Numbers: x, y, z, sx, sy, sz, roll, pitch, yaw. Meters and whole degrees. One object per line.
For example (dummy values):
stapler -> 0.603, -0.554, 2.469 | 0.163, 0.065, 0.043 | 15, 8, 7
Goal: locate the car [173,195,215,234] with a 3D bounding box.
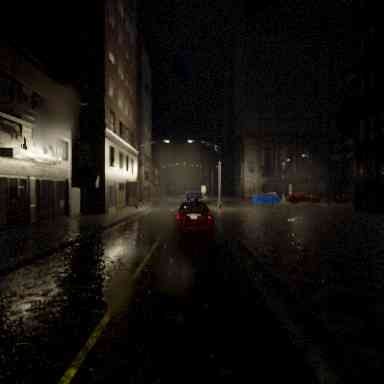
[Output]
car -> 0.092, 1.266, 18.531 | 2.097, 1.767, 4.553 | 0, 0, 0

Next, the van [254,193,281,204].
van -> 11.707, 1.062, 52.042 | 3.998, 1.788, 1.690 | 0, 0, -1

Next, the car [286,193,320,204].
car -> 17.348, 1.034, 52.130 | 5.009, 1.841, 2.192 | 0, 0, -1

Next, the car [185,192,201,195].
car -> 0.087, 1.009, 37.459 | 2.150, 2.045, 5.566 | 0, 0, 0

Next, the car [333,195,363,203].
car -> 28.518, 1.197, 60.833 | 4.507, 1.381, 1.887 | 0, 0, -1

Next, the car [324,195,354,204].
car -> 22.988, 1.280, 52.220 | 4.313, 1.339, 1.947 | 0, 0, -1
